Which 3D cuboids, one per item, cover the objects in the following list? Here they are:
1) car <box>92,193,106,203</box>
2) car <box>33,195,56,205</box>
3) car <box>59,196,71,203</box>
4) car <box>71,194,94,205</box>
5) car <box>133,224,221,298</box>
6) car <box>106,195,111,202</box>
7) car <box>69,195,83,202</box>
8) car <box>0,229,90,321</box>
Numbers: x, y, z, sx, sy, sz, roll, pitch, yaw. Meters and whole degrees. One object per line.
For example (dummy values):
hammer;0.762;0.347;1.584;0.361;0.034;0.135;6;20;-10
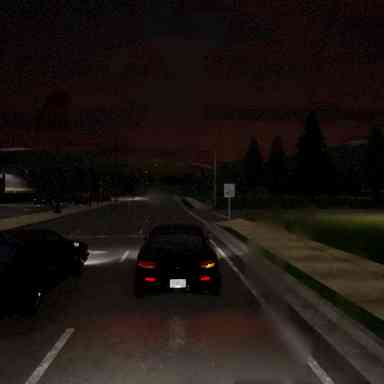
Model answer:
car;-19.900;1.249;68.683;2.150;2.045;5.566;0;0;-3
car;-26.463;1.373;59.366;2.097;1.767;4.553;0;0;-2
car;-26.917;1.564;68.809;2.033;1.411;5.357;0;0;-3
car;-19.469;1.585;59.393;1.994;1.385;4.181;0;0;-3
car;-0.384;1.529;8.464;1.812;1.442;4.674;0;0;-3
car;-20.449;1.553;79.020;2.128;1.511;4.902;0;0;-3
car;-27.456;1.505;78.961;1.882;1.535;5.008;0;0;-3
car;-3.833;1.550;7.390;2.033;1.411;5.357;0;0;-3
